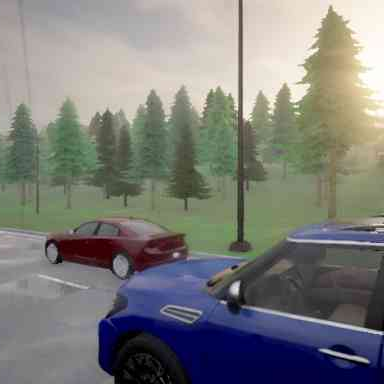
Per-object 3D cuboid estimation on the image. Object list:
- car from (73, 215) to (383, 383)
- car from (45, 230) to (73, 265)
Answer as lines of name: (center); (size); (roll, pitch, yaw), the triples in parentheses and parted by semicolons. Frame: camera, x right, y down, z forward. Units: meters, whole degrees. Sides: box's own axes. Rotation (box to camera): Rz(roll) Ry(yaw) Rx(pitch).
car: (1.630, 1.223, 2.849); (5.566, 2.045, 2.150); (0, 0, 36)
car: (-2.423, 1.478, 10.008); (5.008, 1.535, 1.882); (0, 0, 35)
